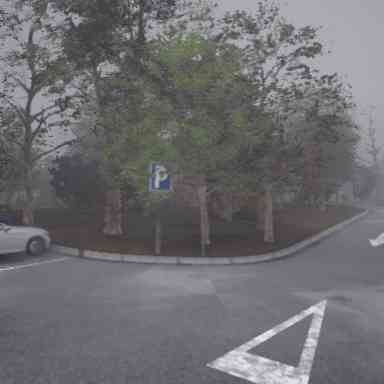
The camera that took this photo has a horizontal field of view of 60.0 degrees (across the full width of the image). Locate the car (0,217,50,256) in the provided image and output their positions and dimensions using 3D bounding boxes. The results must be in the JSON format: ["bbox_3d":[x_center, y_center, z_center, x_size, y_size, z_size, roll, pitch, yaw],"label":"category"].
[{"bbox_3d":[-7.029,1.501,10.829,2.002,1.452,4.674,0,0,36],"label":"car"}]
